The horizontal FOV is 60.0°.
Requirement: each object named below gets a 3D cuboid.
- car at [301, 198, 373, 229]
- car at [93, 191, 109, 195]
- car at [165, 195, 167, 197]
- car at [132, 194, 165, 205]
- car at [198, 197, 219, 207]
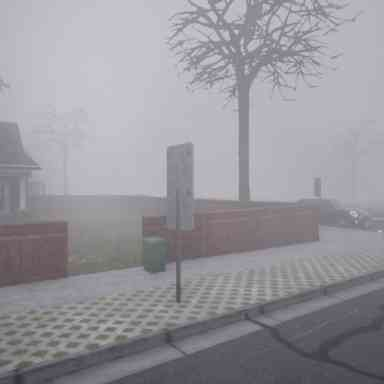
[{"bbox_3d":[8.554,1.196,20.507,2.097,1.767,4.553,0,1,-36],"label":"car"},{"bbox_3d":[-16.572,0.595,60.299,1.837,1.490,4.892,0,0,-36],"label":"car"},{"bbox_3d":[-3.028,1.025,41.572,1.994,1.385,4.181,0,1,-36],"label":"car"},{"bbox_3d":[-5.700,0.944,40.258,1.882,1.535,5.008,0,1,-36],"label":"car"},{"bbox_3d":[1.635,1.188,30.090,1.812,1.442,4.674,0,1,-36],"label":"car"}]
